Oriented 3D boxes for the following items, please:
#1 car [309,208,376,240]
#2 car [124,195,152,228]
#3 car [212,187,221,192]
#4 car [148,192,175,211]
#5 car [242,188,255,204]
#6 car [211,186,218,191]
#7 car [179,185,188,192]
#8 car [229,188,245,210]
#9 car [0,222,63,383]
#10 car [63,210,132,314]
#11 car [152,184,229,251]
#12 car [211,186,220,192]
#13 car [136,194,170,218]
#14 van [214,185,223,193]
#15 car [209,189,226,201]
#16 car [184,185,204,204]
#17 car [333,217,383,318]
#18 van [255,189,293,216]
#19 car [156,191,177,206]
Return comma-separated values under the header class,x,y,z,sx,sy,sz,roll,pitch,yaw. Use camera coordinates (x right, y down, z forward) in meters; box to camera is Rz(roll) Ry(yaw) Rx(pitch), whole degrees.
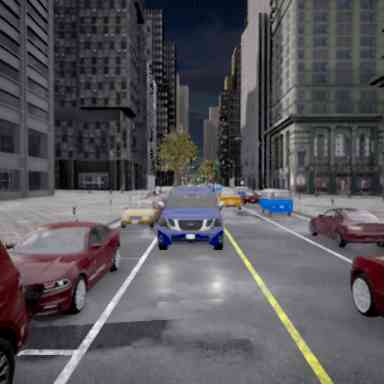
class,x,y,z,sx,sy,sz,roll,pitch,yaw
car,5.845,1.243,12.641,1.802,1.307,4.206,0,2,0
car,-2.672,1.034,18.058,1.752,1.417,4.829,0,2,0
car,6.242,-0.648,83.637,1.947,1.339,4.313,0,1,0
car,-2.610,0.752,29.275,1.887,1.381,4.507,0,2,0
car,5.975,0.614,34.731,1.887,1.381,4.507,0,2,0
car,6.304,-0.911,94.460,1.802,1.307,4.206,0,1,0
car,-2.253,-1.039,88.736,2.192,1.841,5.009,0,1,0
car,3.218,0.681,29.632,1.882,1.535,5.008,0,2,1
car,-2.761,1.264,1.652,2.192,1.841,5.009,0,2,0
car,-2.732,1.345,7.182,1.887,1.381,4.507,0,2,0
car,-0.029,0.864,12.832,2.150,2.045,5.566,0,3,0
car,6.273,-0.809,89.048,1.887,1.381,4.507,0,1,0
car,-2.640,0.900,23.752,1.887,1.381,4.507,0,2,0
van,6.212,-0.733,78.220,1.690,1.788,3.998,0,1,0
car,3.287,0.405,43.217,1.994,1.385,4.181,0,2,1
car,0.215,0.201,37.868,2.150,2.045,5.566,0,2,0
car,3.819,1.370,4.040,1.882,1.535,5.008,0,2,-1
van,5.911,0.706,23.680,1.690,1.788,3.998,0,2,0
car,-2.579,0.604,34.798,1.887,1.381,4.507,0,2,0
